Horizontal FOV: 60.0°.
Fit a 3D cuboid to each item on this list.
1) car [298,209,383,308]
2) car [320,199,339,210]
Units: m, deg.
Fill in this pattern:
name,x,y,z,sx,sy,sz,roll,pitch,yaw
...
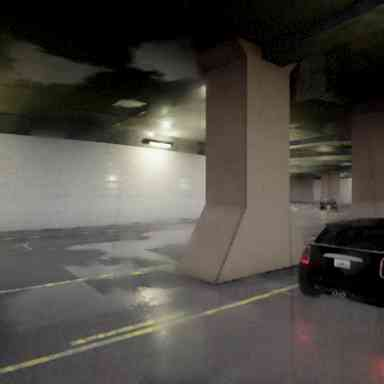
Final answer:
name,x,y,z,sx,sy,sz,roll,pitch,yaw
car,4.445,1.374,7.625,4.553,1.767,2.097,0,0,-40
car,16.899,1.594,40.880,2.128,1.511,4.902,0,0,25
